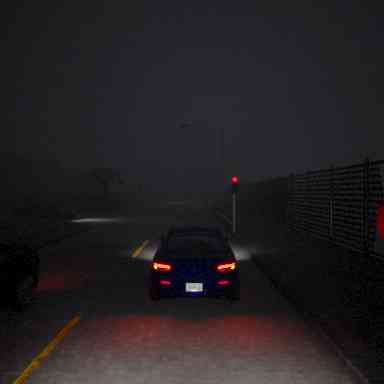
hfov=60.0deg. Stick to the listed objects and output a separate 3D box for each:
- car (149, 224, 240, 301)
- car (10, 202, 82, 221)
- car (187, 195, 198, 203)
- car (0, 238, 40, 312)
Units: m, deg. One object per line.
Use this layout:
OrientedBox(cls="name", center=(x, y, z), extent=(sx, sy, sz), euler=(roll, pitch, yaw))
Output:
OrientedBox(cls="car", center=(0.061, 1.526, 8.210), extent=(1.812, 1.442, 4.674), euler=(0, 0, 1))
OrientedBox(cls="car", center=(-11.766, 1.548, 26.859), extent=(5.357, 1.411, 2.033), euler=(0, 0, 4))
OrientedBox(cls="car", center=(0.102, 1.502, 71.131), extent=(1.837, 1.490, 4.892), euler=(0, 0, 0))
OrientedBox(cls="car", center=(-4.070, 1.491, 4.966), extent=(2.128, 1.511, 4.902), euler=(0, 0, 0))
